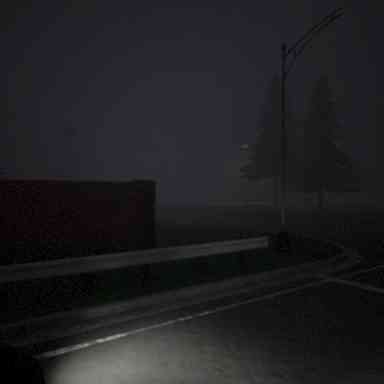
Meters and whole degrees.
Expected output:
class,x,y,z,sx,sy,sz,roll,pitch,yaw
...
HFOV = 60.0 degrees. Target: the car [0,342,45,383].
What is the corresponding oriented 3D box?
class,x,y,z,sx,sy,sz,roll,pitch,yaw
car,-3.159,1.522,1.501,4.674,1.442,1.812,0,0,-36
